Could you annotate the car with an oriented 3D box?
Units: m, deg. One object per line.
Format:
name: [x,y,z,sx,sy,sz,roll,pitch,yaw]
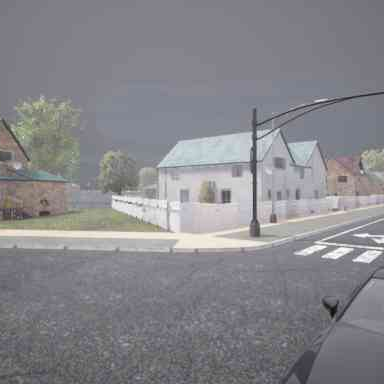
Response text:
car: [2.520,1.524,3.395,1.812,1.442,4.674,0,0,42]
